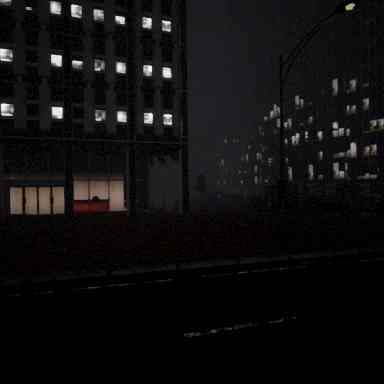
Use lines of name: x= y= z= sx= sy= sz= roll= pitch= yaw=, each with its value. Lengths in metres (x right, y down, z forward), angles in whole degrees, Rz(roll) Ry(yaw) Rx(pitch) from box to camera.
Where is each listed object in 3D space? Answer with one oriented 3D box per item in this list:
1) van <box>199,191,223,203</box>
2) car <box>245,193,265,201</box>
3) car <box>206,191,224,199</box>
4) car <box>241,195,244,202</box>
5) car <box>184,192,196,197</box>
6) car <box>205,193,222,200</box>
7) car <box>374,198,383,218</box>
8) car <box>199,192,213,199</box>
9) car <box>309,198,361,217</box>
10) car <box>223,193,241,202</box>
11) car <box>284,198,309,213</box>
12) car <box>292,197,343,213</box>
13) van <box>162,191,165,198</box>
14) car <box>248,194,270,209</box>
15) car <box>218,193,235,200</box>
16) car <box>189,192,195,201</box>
van: x=3.159 y=0.951 z=56.067 sx=1.690 sy=1.788 sz=3.998 roll=0 pitch=1 yaw=-20
car: x=9.794 y=1.227 z=45.430 sx=2.033 sy=1.411 sz=5.357 roll=-1 pitch=1 yaw=-20
car: x=5.193 y=0.633 z=74.955 sx=2.192 sy=1.841 sz=5.009 roll=0 pitch=1 yaw=-20
car: x=11.033 y=1.058 z=58.938 sx=1.802 sy=1.307 sz=4.206 roll=0 pitch=1 yaw=-20
car: x=-0.644 y=0.709 z=90.977 sx=2.008 sy=1.369 sz=4.403 roll=0 pitch=1 yaw=-20
car: x=4.380 y=0.929 z=69.607 sx=1.812 sy=1.442 sz=4.674 roll=-1 pitch=1 yaw=-20
car: x=16.851 y=1.215 z=26.095 sx=2.097 sy=1.767 sz=4.553 roll=-1 pitch=1 yaw=-21
car: x=3.247 y=0.705 z=80.296 sx=1.967 sy=1.590 sz=4.097 roll=0 pitch=1 yaw=-20
car: x=12.769 y=1.433 z=29.325 sx=1.947 sy=1.339 sz=4.313 roll=0 pitch=1 yaw=-20
car: x=7.817 y=1.022 z=60.178 sx=1.812 sy=1.442 sz=4.674 roll=-1 pitch=1 yaw=-20
car: x=10.839 y=1.398 z=34.674 sx=1.802 sy=1.307 sz=4.206 roll=0 pitch=1 yaw=-20
car: x=13.321 y=1.319 z=35.739 sx=2.033 sy=1.411 sz=5.357 roll=-1 pitch=1 yaw=-20
van: x=-6.572 y=0.687 z=82.767 sx=1.690 sy=1.788 sz=3.998 roll=0 pitch=1 yaw=-20
car: x=8.948 y=1.330 z=40.033 sx=1.947 sy=1.339 sz=4.313 roll=0 pitch=1 yaw=-20
car: x=7.141 y=0.952 z=69.618 sx=1.802 sy=1.307 sz=4.206 roll=0 pitch=1 yaw=-20
car: x=-0.733 y=1.055 z=66.749 sx=2.008 sy=1.369 sz=4.403 roll=0 pitch=1 yaw=-20
